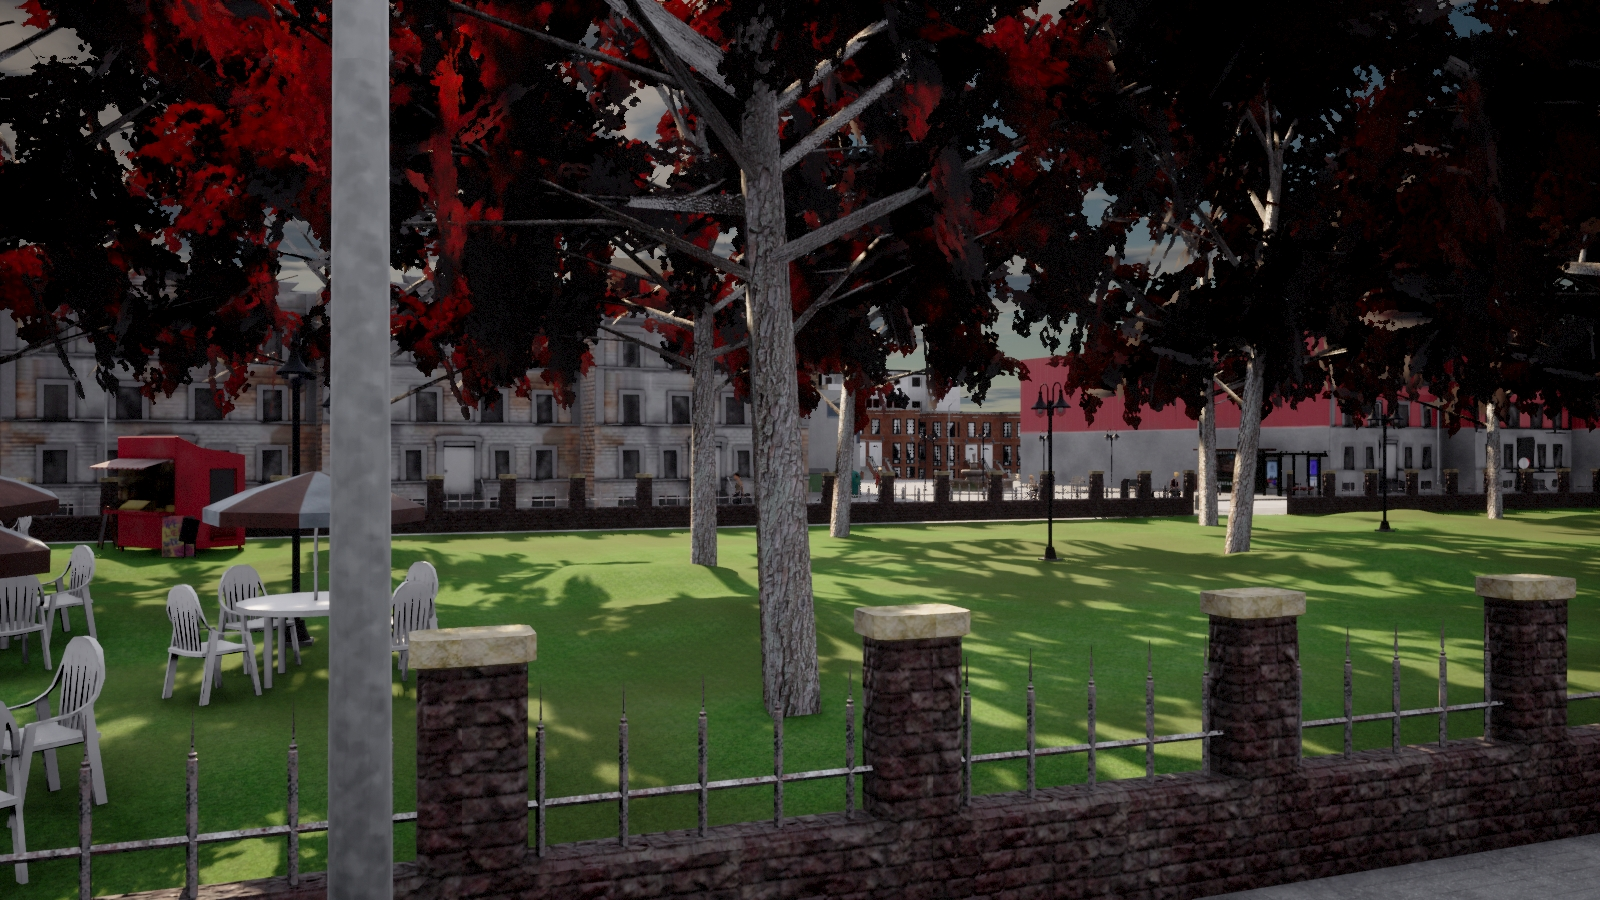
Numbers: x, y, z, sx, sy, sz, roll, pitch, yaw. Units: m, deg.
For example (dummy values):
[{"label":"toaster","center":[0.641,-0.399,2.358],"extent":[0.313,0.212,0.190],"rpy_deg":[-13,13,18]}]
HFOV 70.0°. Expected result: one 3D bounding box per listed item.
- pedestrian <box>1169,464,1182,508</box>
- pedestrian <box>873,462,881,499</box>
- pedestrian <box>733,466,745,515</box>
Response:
[{"label":"pedestrian","center":[15.941,1.538,48.486],"extent":[0.375,1.860,0.375],"rpy_deg":[0,0,43]},{"label":"pedestrian","center":[3.863,1.534,57.280],"extent":[0.375,1.860,0.375],"rpy_deg":[0,0,10]},{"label":"pedestrian","center":[-2.336,1.528,43.643],"extent":[0.375,1.860,0.375],"rpy_deg":[0,0,-19]}]
